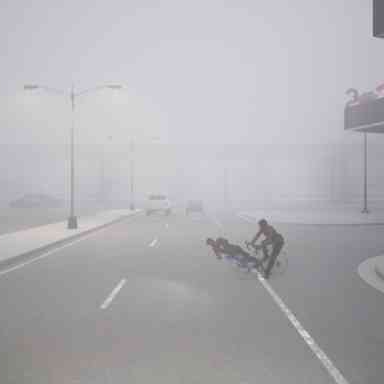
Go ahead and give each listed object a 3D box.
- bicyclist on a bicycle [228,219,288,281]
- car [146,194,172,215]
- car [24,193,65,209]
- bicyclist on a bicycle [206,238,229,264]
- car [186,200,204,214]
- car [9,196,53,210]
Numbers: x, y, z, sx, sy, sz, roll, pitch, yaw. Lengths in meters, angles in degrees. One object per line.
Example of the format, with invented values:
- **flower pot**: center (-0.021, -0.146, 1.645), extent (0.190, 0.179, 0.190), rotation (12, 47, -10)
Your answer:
- **bicyclist on a bicycle**: center (1.878, 1.479, 8.529), extent (1.656, 1.620, 0.582), rotation (-3, 12, -27)
- **car**: center (-3.248, 1.207, 33.525), extent (2.150, 2.045, 5.566), rotation (0, -1, 0)
- **car**: center (-20.578, 1.209, 45.989), extent (5.566, 2.045, 2.150), rotation (0, 0, 1)
- **bicyclist on a bicycle**: center (1.078, 1.676, 8.727), extent (1.620, 0.582, 1.656), rotation (30, 10, 37)
- **car**: center (0.322, 1.538, 35.466), extent (2.033, 1.411, 5.357), rotation (0, 0, 2)
- **car**: center (-20.800, 1.513, 42.490), extent (4.674, 1.442, 1.812), rotation (0, 0, 0)
